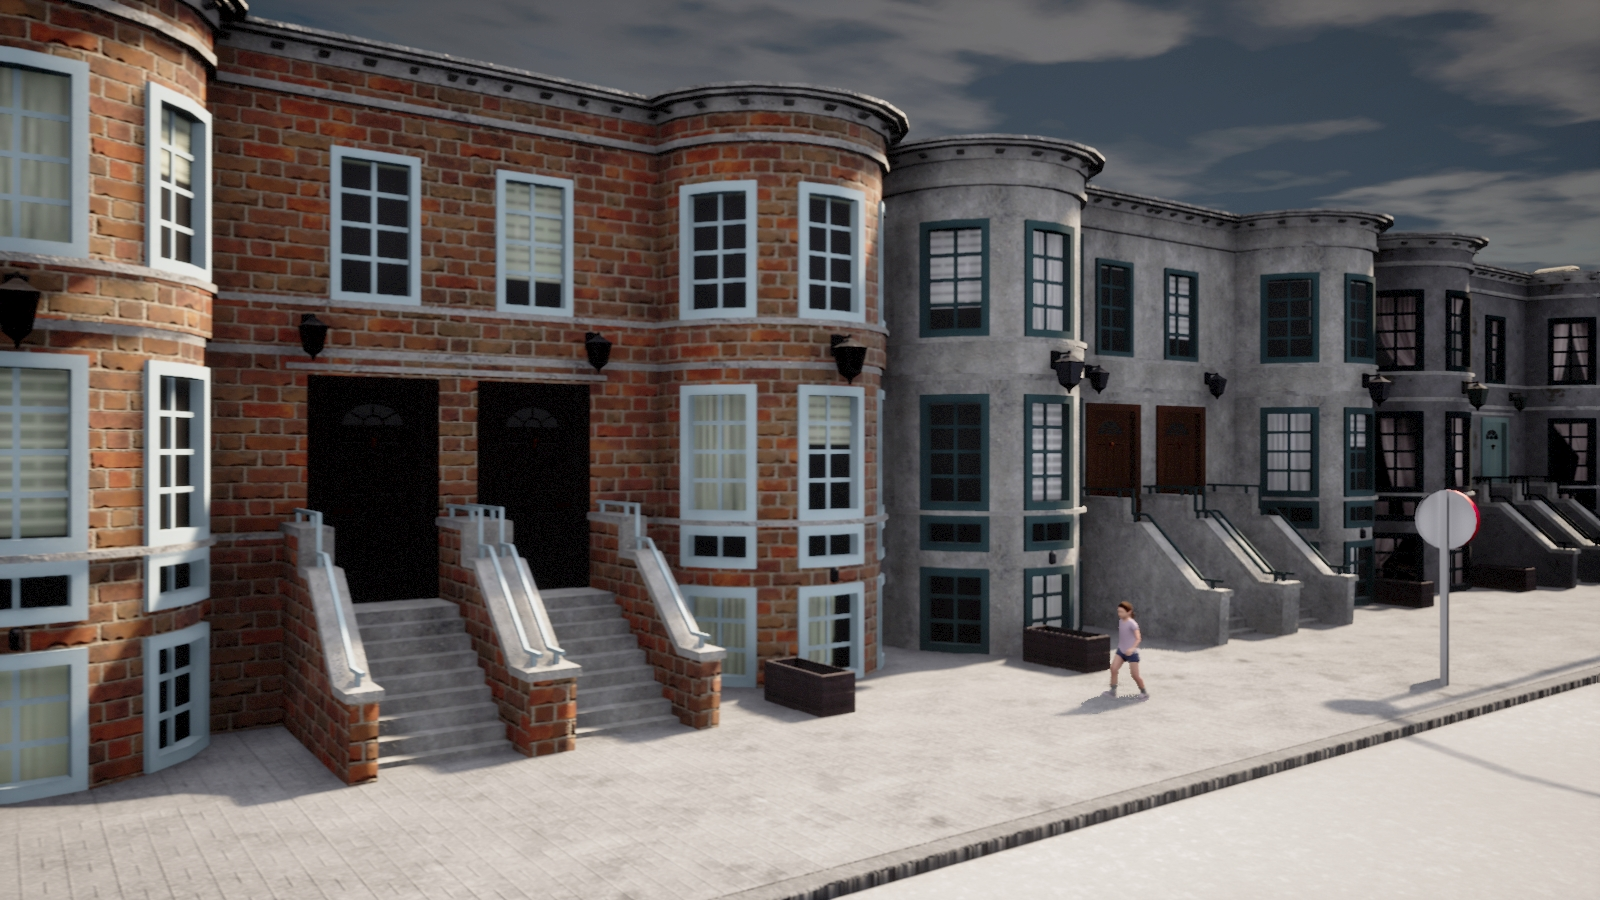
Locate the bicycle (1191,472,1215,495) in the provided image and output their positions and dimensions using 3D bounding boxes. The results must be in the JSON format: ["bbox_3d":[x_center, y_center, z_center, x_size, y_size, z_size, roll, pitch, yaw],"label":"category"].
[{"bbox_3d":[23.819,1.977,67.555,1.835,1.271,0.329,0,0,-34],"label":"bicycle"}]

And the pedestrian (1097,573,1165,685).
[{"bbox_3d":[3.573,1.911,12.331,0.500,1.100,0.500,0,0,-29],"label":"pedestrian"}]
